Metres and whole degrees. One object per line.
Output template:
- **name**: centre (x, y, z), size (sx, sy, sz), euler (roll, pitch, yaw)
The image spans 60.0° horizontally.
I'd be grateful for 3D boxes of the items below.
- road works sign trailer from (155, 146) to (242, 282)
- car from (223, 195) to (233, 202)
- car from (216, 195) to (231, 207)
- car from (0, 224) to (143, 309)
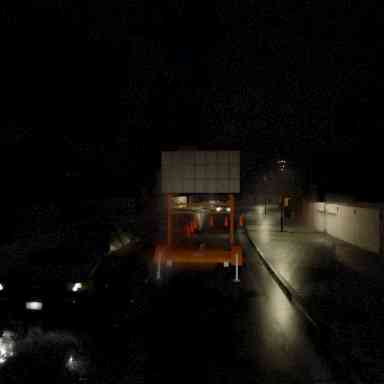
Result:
- **road works sign trailer**: centre (0.266, 0.471, 9.872), size (2.380, 3.560, 2.880), euler (0, 0, 5)
- **car**: centre (9.264, 1.576, 85.390), size (2.097, 1.767, 4.553), euler (0, 0, 1)
- **car**: centre (5.073, 1.459, 52.012), size (2.097, 1.767, 4.553), euler (0, 0, 12)
- **car**: centre (-2.554, 1.555, 8.324), size (2.033, 1.411, 5.357), euler (0, 0, 3)
